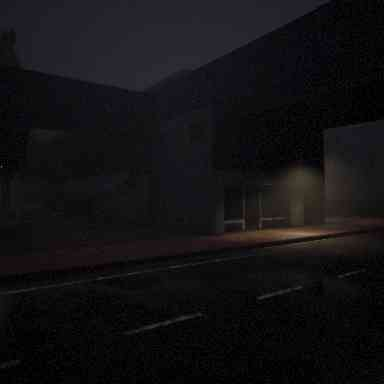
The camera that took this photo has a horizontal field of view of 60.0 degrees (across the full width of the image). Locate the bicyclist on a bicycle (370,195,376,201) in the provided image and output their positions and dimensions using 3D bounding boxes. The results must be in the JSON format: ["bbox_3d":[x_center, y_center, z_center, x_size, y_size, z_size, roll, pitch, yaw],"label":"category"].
[{"bbox_3d":[27.248,1.299,50.056,1.656,1.620,0.582,0,0,-36],"label":"bicyclist on a bicycle"}]
